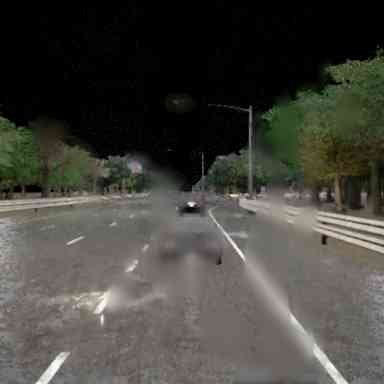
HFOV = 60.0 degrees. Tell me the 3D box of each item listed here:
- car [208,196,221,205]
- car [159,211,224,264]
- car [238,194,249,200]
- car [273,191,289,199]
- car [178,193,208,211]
[{"bbox_3d":[3.262,1.346,52.903,1.994,1.385,4.181,0,0,16],"label":"car"},{"bbox_3d":[-0.012,1.552,11.634,1.895,1.301,4.718,0,0,0],"label":"car"},{"bbox_3d":[11.690,1.204,72.967,2.128,1.511,4.902,0,0,31],"label":"car"},{"bbox_3d":[23.701,0.794,88.843,2.150,2.045,5.566,0,0,45],"label":"car"},{"bbox_3d":[-0.020,1.106,28.123,2.150,2.045,5.566,0,0,0],"label":"car"}]
